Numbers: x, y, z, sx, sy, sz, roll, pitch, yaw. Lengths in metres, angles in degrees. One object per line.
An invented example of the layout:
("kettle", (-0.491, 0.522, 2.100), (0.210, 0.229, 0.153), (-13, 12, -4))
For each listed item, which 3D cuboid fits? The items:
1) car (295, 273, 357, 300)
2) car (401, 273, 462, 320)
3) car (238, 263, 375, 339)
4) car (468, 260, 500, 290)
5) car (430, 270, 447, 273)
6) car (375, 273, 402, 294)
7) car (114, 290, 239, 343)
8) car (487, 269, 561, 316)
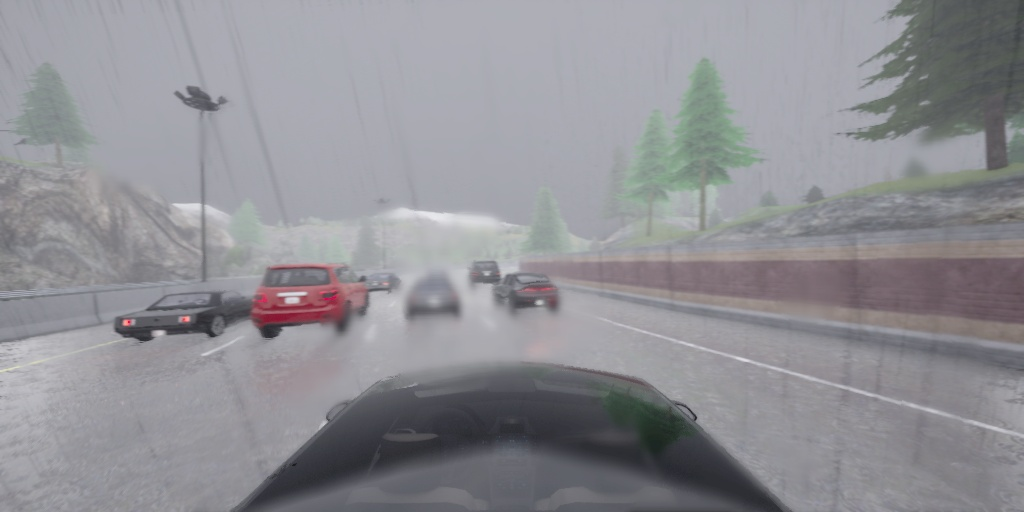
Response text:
("car", (-12.246, 1.935, 24.096), (2.033, 1.411, 5.357), (-2, -1, -8))
("car", (-3.088, 1.562, 14.117), (1.994, 1.385, 4.181), (-1, -1, -13))
("car", (-6.123, 1.271, 11.623), (2.150, 2.045, 5.566), (-1, -1, -13))
("car", (-2.050, 1.356, 26.967), (2.150, 2.045, 5.566), (-2, 0, -8))
("car", (-5.642, 1.810, 27.661), (1.994, 1.385, 4.181), (-2, -1, -7))
("car", (-8.797, 1.844, 24.689), (2.033, 1.411, 5.357), (-2, -1, -8))
("car", (-9.655, 1.751, 11.456), (1.895, 1.301, 4.718), (-1, -1, -13))
("car", (0.432, 1.405, 14.399), (1.837, 1.490, 4.892), (-1, -1, -13))
